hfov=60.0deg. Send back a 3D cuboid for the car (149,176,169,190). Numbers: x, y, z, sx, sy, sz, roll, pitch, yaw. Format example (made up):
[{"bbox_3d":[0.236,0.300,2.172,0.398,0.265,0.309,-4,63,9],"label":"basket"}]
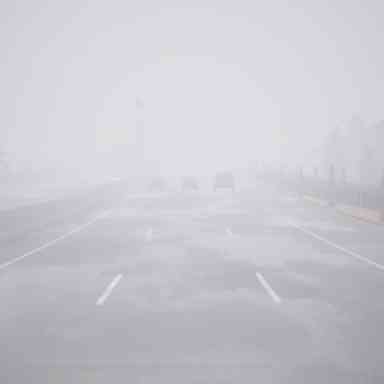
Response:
[{"bbox_3d":[-3.711,-1.080,37.428,1.837,1.490,4.892,0,7,0],"label":"car"}]

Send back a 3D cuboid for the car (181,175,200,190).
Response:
[{"bbox_3d":[-0.211,-1.100,37.467,1.837,1.490,4.892,0,7,0],"label":"car"}]

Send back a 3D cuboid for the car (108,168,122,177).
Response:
[{"bbox_3d":[-14.464,-3.675,62.842,2.128,1.511,4.902,0,6,0],"label":"car"}]

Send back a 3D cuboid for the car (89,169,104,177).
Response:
[{"bbox_3d":[-17.958,-3.670,62.728,1.882,1.535,5.008,0,6,0],"label":"car"}]

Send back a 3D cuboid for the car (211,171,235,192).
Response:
[{"bbox_3d":[3.286,-1.223,35.754,2.150,2.045,5.566,0,6,0],"label":"car"}]

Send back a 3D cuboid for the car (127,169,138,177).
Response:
[{"bbox_3d":[-10.966,-3.671,62.889,1.812,1.442,4.674,0,6,0],"label":"car"}]
